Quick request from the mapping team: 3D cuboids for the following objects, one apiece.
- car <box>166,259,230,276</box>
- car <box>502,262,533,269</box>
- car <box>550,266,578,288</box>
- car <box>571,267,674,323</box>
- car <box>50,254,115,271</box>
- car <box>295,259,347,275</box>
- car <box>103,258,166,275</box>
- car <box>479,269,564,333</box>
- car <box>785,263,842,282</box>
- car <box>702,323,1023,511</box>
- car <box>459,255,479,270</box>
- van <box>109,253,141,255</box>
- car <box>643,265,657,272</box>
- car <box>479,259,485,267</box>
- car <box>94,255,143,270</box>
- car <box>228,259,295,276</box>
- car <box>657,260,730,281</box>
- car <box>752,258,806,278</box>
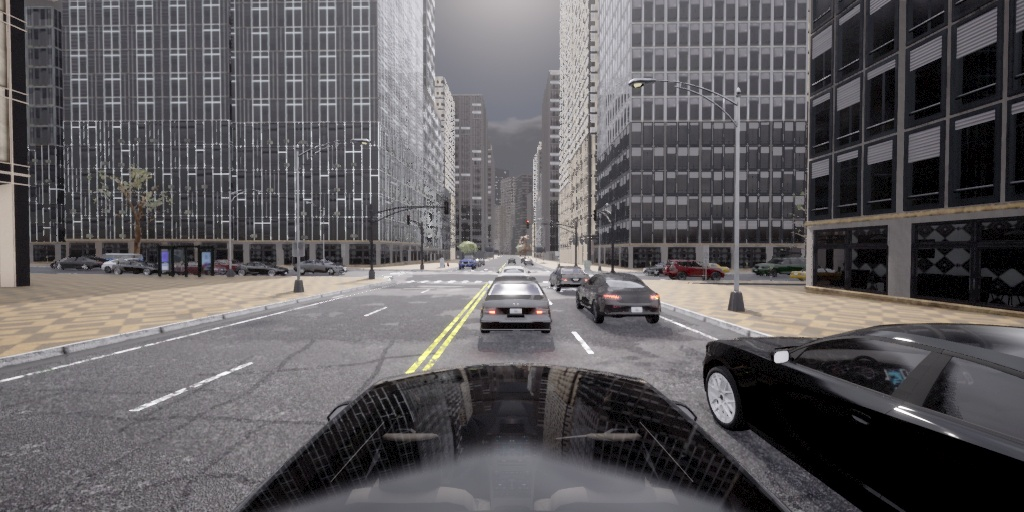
[{"bbox_3d":[-28.429,1.138,32.782,4.207,1.307,1.802,0,0,1],"label":"car"},{"bbox_3d":[0.092,1.266,20.228,1.812,1.442,4.674,0,0,0],"label":"car"},{"bbox_3d":[3.344,1.287,21.317,2.033,1.411,5.357,0,0,0],"label":"car"},{"bbox_3d":[3.347,1.271,11.906,1.812,1.442,4.674,0,0,0],"label":"car"},{"bbox_3d":[-46.771,0.799,39.035,4.892,1.490,1.837,1,1,1],"label":"car"},{"bbox_3d":[-18.814,1.091,35.279,4.902,1.511,2.128,1,1,1],"label":"car"},{"bbox_3d":[-34.109,1.069,32.953,4.313,1.339,1.948,0,0,1],"label":"car"},{"bbox_3d":[0.098,1.294,10.637,2.033,1.411,5.357,0,0,0],"label":"car"},{"bbox_3d":[27.629,1.578,31.949,4.829,1.417,1.751,0,0,1],"label":"car"},{"bbox_3d":[3.345,1.227,2.560,1.882,1.535,5.008,0,0,0],"label":"car"},{"bbox_3d":[-6.620,0.935,53.870,2.150,2.045,5.566,0,0,0],"label":"car"},{"bbox_3d":[-45.304,0.605,41.609,3.998,1.789,1.690,0,0,1],"label":"van"},{"bbox_3d":[16.431,1.353,37.916,4.902,1.511,2.128,1,1,1],"label":"car"},{"bbox_3d":[-6.591,1.193,63.788,2.128,1.511,4.902,0,0,0],"label":"car"},{"bbox_3d":[-37.960,0.951,35.668,4.674,1.442,1.812,1,1,2],"label":"car"},{"bbox_3d":[-22.745,1.173,32.652,4.313,1.339,1.948,0,0,1],"label":"car"},{"bbox_3d":[16.181,1.268,32.141,5.009,1.841,2.192,0,0,1],"label":"car"},{"bbox_3d":[28.469,1.190,37.705,5.566,2.045,2.150,1,1,1],"label":"car"}]
